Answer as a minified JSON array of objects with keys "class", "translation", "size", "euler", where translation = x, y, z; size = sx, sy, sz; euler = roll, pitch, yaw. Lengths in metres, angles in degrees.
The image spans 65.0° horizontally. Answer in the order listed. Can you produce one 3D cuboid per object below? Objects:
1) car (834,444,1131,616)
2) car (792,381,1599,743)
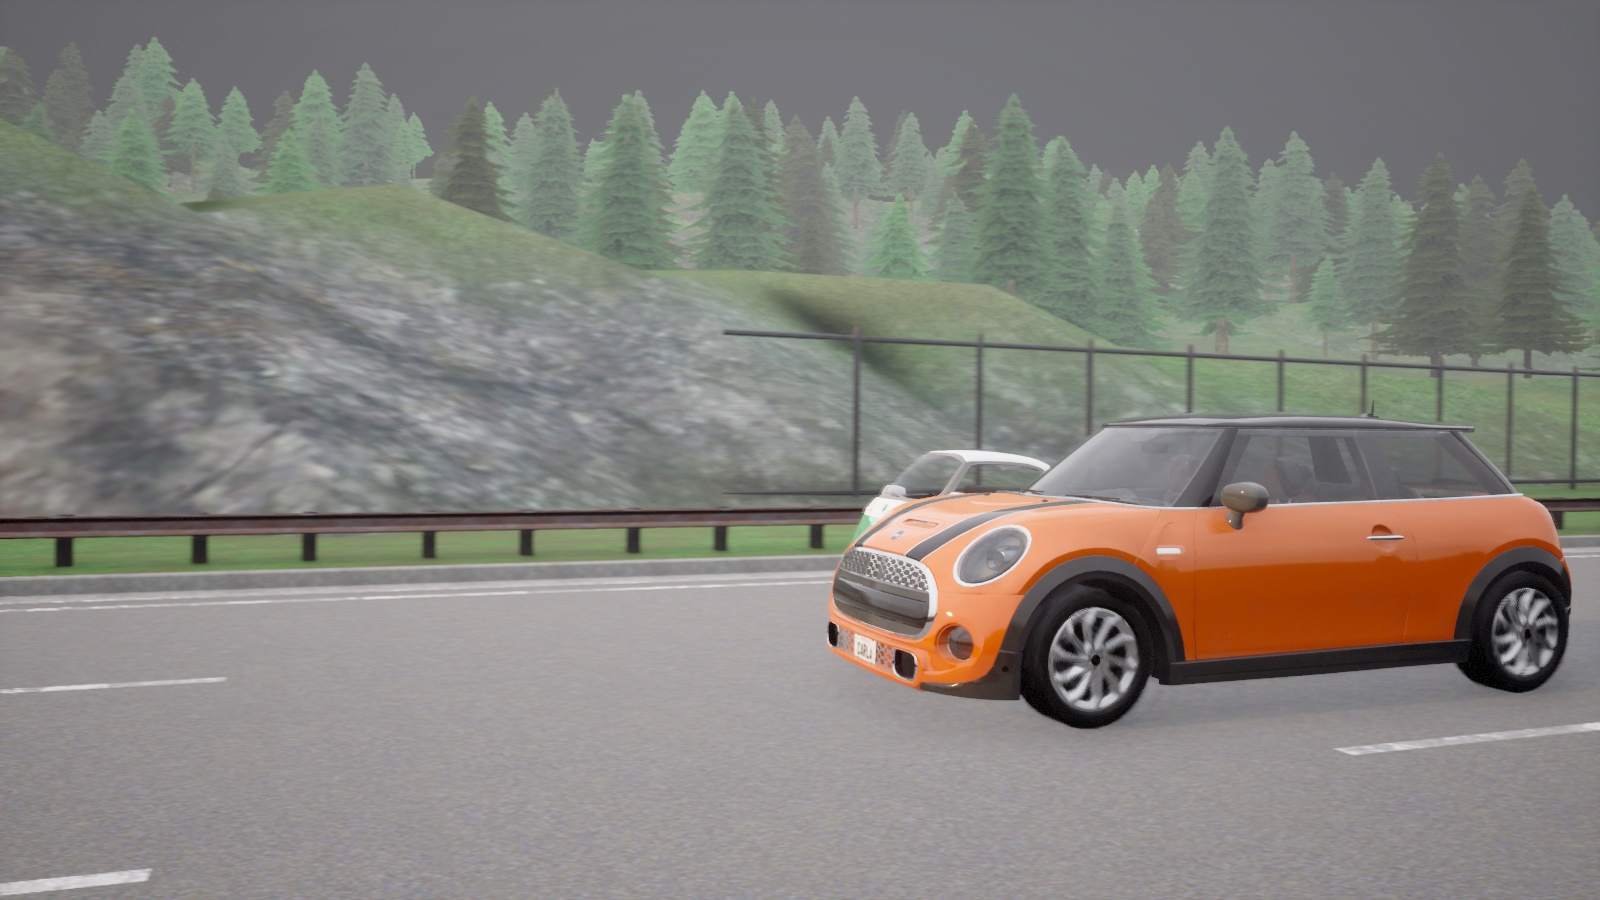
[{"class":"car","translation":[1.607,0.647,11.306],"size":[2.207,1.376,1.481],"euler":[-1,1,-20]},{"class":"car","translation":[2.458,0.499,7.886],"size":[4.553,1.767,2.097],"euler":[-1,1,-20]}]
